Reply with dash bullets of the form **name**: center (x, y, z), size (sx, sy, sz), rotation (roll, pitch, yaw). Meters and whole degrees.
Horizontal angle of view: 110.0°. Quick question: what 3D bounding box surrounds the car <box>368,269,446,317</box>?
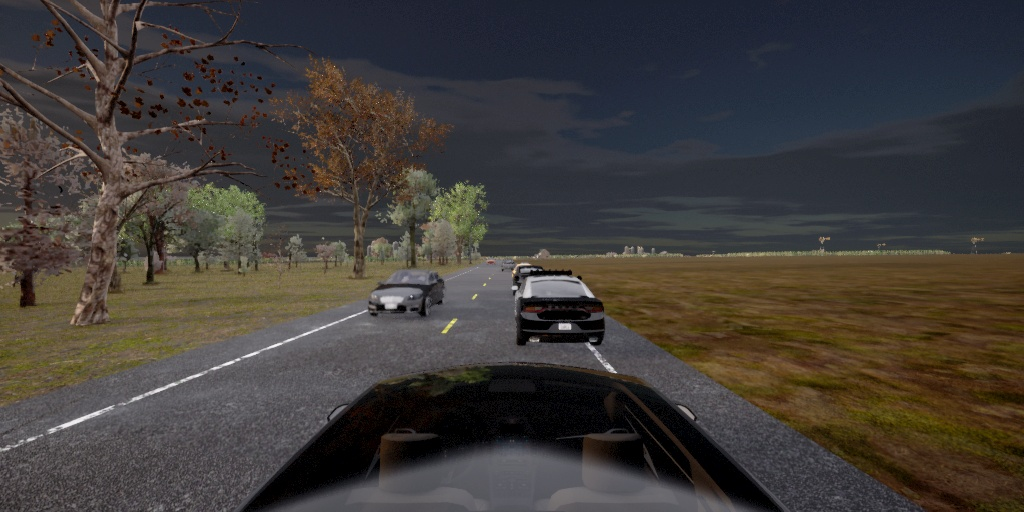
- **car**: center (-3.655, 1.244, 13.241), size (2.128, 1.511, 4.902), rotation (0, 0, 0)

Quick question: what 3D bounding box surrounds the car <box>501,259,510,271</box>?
- **car**: center (-0.468, 1.273, 48.561), size (2.128, 1.511, 4.902), rotation (0, 0, -1)

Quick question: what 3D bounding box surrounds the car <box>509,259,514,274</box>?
- **car**: center (0.892, 1.215, 25.695), size (1.801, 1.575, 5.366), rotation (0, 0, -1)

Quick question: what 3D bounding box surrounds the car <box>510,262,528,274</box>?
- **car**: center (0.952, 1.261, 19.499), size (1.837, 1.490, 4.892), rotation (0, 0, 0)

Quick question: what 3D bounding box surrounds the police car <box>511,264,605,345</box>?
- **police car**: center (1.022, 1.176, 9.599), size (1.930, 1.638, 5.238), rotation (0, 0, 0)
